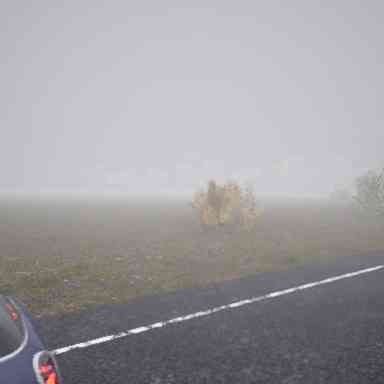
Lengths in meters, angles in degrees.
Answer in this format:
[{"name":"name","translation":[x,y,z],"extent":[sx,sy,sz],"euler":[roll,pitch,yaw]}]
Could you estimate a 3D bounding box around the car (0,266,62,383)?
[{"name":"car","translation":[-3.111,1.352,1.741],"extent":[4.553,1.767,2.097],"euler":[0,0,-36]}]
